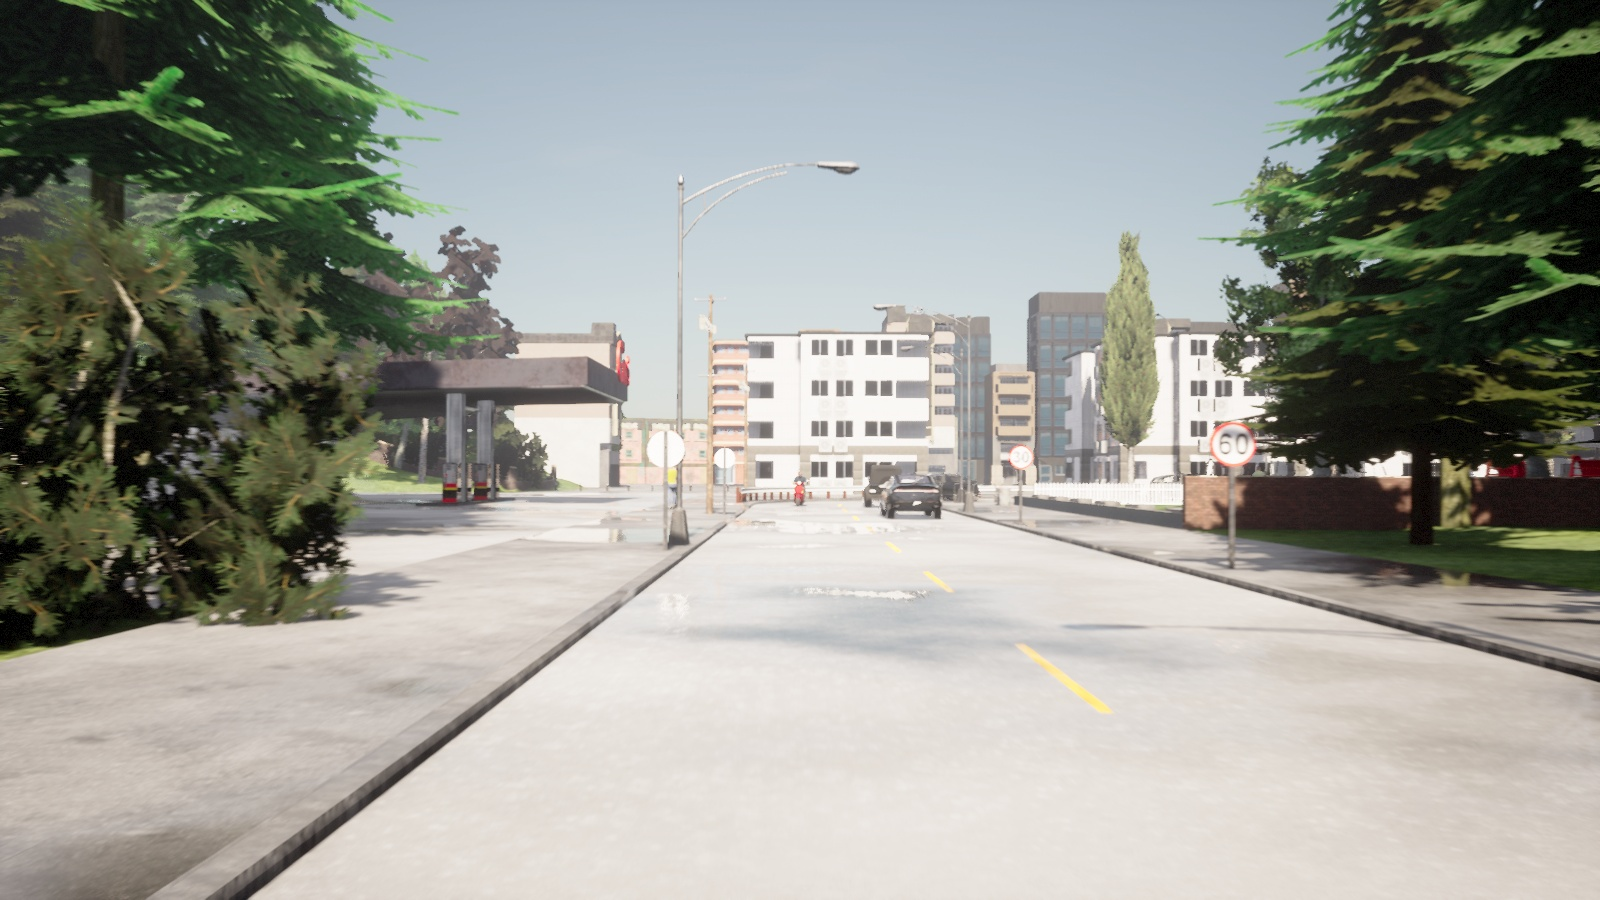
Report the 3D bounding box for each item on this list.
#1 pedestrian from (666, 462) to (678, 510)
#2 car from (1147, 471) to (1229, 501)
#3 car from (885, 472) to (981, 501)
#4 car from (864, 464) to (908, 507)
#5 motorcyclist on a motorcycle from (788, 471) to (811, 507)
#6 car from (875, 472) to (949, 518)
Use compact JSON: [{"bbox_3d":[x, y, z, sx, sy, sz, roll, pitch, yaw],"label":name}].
[{"bbox_3d":[-4.976,1.397,48.801,0.354,1.836,0.706,0,-1,5],"label":"pedestrian"},{"bbox_3d":[20.227,1.858,65.537,3.705,1.549,1.789,0,-1,0],"label":"car"},{"bbox_3d":[7.243,1.988,68.384,4.892,1.490,1.837,0,-1,-17],"label":"car"},{"bbox_3d":[3.905,1.597,57.313,1.905,1.878,3.866,0,-1,3],"label":"car"},{"bbox_3d":[-0.012,1.769,57.254,0.866,1.590,1.817,0,-1,6],"label":"motorcyclist on a motorcycle"},{"bbox_3d":[3.850,1.526,44.077,2.128,1.511,4.902,0,-1,0],"label":"car"}]
